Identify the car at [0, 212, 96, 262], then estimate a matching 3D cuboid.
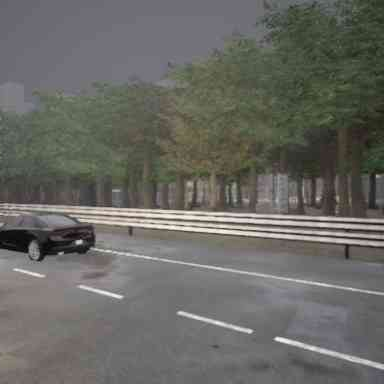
[{"bbox_3d":[-5.676,1.480,12.224,5.008,1.535,1.882,0,0,35],"label":"car"}]
